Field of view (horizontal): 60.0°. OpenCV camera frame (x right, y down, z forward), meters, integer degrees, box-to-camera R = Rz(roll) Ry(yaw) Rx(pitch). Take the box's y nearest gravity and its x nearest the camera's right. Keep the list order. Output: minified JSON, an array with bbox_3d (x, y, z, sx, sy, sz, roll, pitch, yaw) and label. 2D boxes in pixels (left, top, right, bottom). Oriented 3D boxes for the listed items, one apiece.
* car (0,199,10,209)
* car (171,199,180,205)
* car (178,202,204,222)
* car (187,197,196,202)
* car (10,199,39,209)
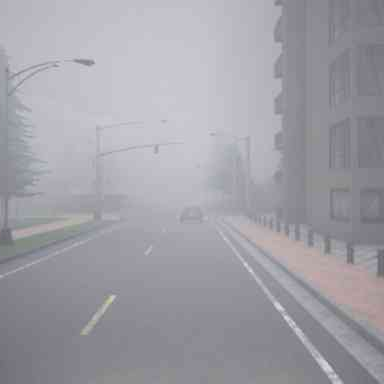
[{"bbox_3d":[-27.544,1.630,50.011,1.905,1.878,3.866,0,-1,-1],"label":"car"},{"bbox_3d":[-3.529,2.223,73.271,2.033,1.411,5.357,0,-1,0],"label":"car"},{"bbox_3d":[-0.008,1.838,29.310,1.994,1.385,4.181,0,0,0],"label":"car"},{"bbox_3d":[-0.032,1.967,80.597,2.097,1.767,4.553,0,-1,0],"label":"car"},{"bbox_3d":[-25.040,1.632,50.459,1.932,1.855,4.605,0,-1,-1],"label":"car"}]
